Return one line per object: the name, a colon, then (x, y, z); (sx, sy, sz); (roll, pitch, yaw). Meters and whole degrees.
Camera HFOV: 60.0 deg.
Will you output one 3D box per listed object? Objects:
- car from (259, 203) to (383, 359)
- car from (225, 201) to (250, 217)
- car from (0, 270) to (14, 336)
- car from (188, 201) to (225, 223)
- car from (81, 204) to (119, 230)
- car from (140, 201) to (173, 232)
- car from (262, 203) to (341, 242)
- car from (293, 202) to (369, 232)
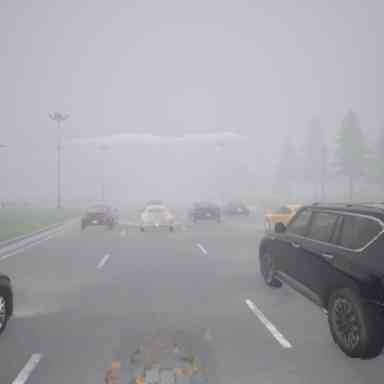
car: (2.969, 1.190, 6.133); (2.150, 2.045, 5.566); (0, 0, -5)
car: (3.758, 1.465, 29.911); (1.994, 1.385, 4.181); (0, 0, -7)
car: (-3.888, 1.367, 3.629); (2.097, 1.767, 4.553); (0, 0, -4)
car: (0.827, 1.410, 24.925); (1.882, 1.535, 5.008); (0, 0, -7)
car: (-5.765, 1.508, 21.082); (1.812, 1.442, 4.674); (0, 0, -7)
car: (-2.105, 1.489, 19.905); (1.812, 1.442, 4.674); (0, 0, -6)
car: (5.302, 1.402, 17.011); (1.882, 1.535, 5.008); (0, -1, -7)
car: (8.384, 1.443, 20.751); (2.033, 1.411, 5.357); (0, 0, -7)
